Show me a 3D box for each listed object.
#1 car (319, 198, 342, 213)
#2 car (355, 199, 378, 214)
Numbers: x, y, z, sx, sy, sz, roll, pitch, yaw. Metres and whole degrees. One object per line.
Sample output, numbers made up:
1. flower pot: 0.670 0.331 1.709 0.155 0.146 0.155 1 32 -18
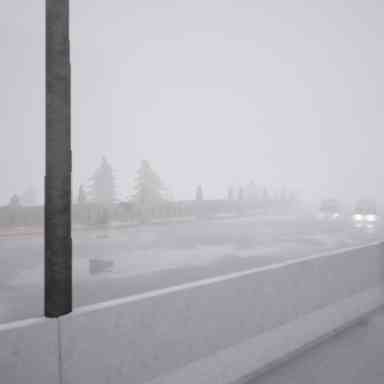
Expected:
1. car: 15.323 1.488 36.638 1.837 1.490 4.892 0 0 31
2. car: 18.134 1.459 34.518 2.128 1.511 4.902 0 0 31
